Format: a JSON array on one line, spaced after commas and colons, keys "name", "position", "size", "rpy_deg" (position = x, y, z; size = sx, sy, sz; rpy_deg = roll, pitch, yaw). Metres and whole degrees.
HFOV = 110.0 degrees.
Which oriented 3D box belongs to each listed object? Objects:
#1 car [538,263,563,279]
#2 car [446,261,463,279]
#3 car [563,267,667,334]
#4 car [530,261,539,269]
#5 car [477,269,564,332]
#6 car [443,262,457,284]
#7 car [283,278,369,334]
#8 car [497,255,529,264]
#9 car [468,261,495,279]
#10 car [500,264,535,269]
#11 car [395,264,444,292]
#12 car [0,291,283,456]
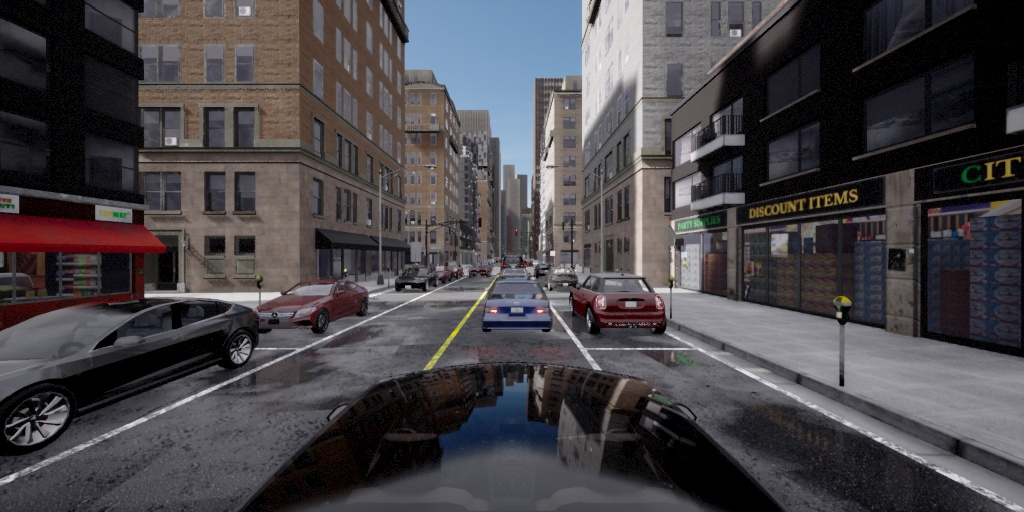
[{"name": "car", "position": [2.904, 1.302, 21.590], "size": [2.007, 1.370, 4.403], "rpy_deg": [0, 0, 0]}, {"name": "car", "position": [-5.593, 1.193, 32.614], "size": [1.967, 1.591, 4.097], "rpy_deg": [0, 0, 0]}, {"name": "car", "position": [2.876, 1.190, 10.587], "size": [1.967, 1.591, 4.097], "rpy_deg": [0, 0, 0]}, {"name": "car", "position": [2.932, 1.319, 32.592], "size": [1.948, 1.339, 4.313], "rpy_deg": [0, 0, 0]}, {"name": "car", "position": [0.122, 1.297, 10.802], "size": [2.033, 1.411, 5.357], "rpy_deg": [0, 0, 0]}, {"name": "car", "position": [-5.608, 1.334, 27.113], "size": [1.802, 1.307, 4.207], "rpy_deg": [0, 0, 0]}, {"name": "car", "position": [-5.650, 1.332, 10.609], "size": [1.802, 1.307, 4.207], "rpy_deg": [0, 0, 0]}, {"name": "car", "position": [0.081, 0.975, 31.340], "size": [2.150, 2.045, 5.566], "rpy_deg": [0, 0, -1]}, {"name": "car", "position": [-2.923, 1.362, 33.351], "size": [1.895, 1.301, 4.718], "rpy_deg": [0, 0, 0]}, {"name": "car", "position": [0.146, 1.352, 21.308], "size": [1.895, 1.301, 4.718], "rpy_deg": [0, 0, 0]}, {"name": "car", "position": [-5.622, 1.317, 21.611], "size": [1.948, 1.339, 4.313], "rpy_deg": [0, 0, 0]}, {"name": "car", "position": [-5.664, 1.315, 5.108], "size": [1.948, 1.339, 4.313], "rpy_deg": [0, 0, 0]}]
